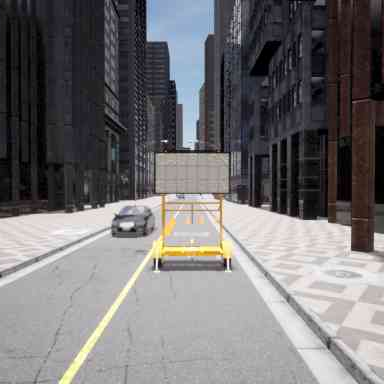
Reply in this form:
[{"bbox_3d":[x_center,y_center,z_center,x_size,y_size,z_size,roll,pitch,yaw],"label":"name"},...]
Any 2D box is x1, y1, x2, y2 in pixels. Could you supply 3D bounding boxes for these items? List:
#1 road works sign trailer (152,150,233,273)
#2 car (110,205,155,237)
[{"bbox_3d":[0.009,0.462,10.671,2.380,3.560,2.880,0,0,0],"label":"road works sign trailer"},{"bbox_3d":[-3.121,1.488,18.295,2.128,1.511,4.902,0,0,0],"label":"car"}]
